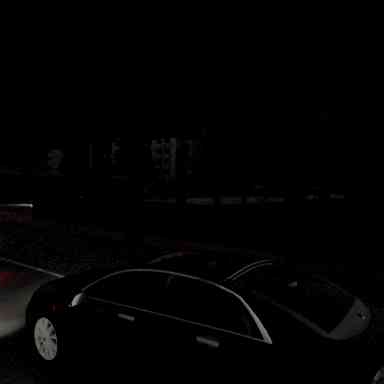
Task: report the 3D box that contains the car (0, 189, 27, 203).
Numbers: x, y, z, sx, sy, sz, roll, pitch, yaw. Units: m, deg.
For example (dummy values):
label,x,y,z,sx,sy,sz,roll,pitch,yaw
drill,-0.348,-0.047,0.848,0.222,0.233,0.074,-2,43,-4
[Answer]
label,x,y,z,sx,sy,sz,roll,pitch,yaw
car,-19.464,0.419,35.495,2.128,1.511,4.902,2,1,38

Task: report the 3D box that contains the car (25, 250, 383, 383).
label,x,y,z,sx,sy,sz,roll,pitch,yaw
car,-0.131,1.490,4.076,4.892,1.490,1.837,1,0,36

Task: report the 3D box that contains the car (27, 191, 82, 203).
label,x,y,z,sx,sy,sz,roll,pitch,yaw
car,-14.532,0.595,36.158,2.033,1.411,5.357,2,1,38
